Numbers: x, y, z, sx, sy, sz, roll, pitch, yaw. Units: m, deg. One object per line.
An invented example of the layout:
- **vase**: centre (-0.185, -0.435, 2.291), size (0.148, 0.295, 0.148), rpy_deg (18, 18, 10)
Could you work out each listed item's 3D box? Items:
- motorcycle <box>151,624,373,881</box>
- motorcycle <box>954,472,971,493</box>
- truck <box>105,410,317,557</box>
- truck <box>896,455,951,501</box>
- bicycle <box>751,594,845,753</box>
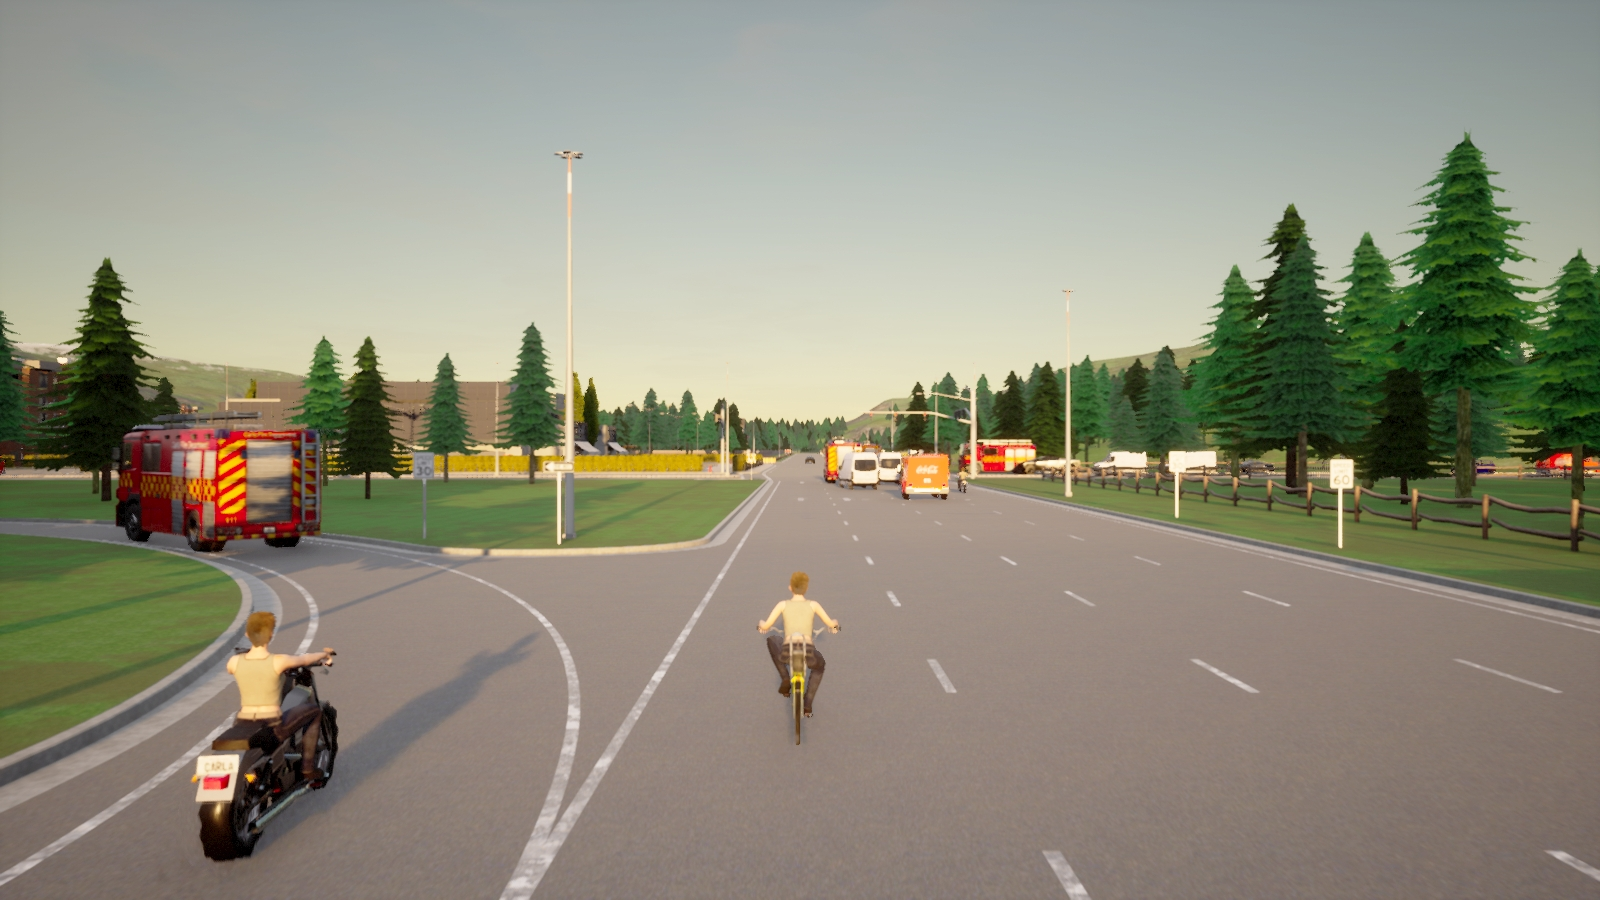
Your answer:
- **motorcycle**: centre (-3.944, 2.149, 8.629), size (0.764, 1.307, 2.356), rpy_deg (0, 0, -5)
- **motorcycle**: centre (10.505, 2.111, 74.053), size (0.764, 1.307, 2.356), rpy_deg (0, 0, 0)
- **truck**: centre (-17.569, 0.870, 33.753), size (8.468, 3.827, 2.891), rpy_deg (0, 0, 43)
- **truck**: centre (7.001, 1.540, 65.380), size (2.627, 2.467, 5.204), rpy_deg (0, 1, 0)
- **bicycle**: centre (-0.015, 2.150, 11.272), size (0.859, 1.276, 1.487), rpy_deg (0, 0, 0)
